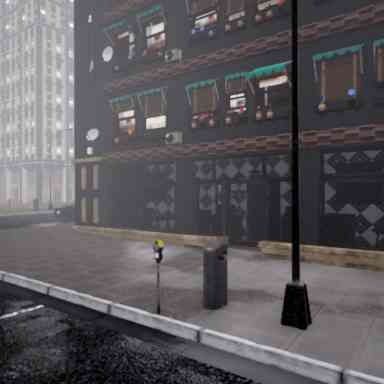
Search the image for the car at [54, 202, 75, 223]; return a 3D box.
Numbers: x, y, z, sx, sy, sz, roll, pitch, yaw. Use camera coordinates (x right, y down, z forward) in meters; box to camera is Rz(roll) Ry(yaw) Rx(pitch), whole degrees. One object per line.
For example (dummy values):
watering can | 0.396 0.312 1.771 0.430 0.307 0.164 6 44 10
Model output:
car | -7.267 1.291 22.770 1.947 1.339 4.313 1 1 35
